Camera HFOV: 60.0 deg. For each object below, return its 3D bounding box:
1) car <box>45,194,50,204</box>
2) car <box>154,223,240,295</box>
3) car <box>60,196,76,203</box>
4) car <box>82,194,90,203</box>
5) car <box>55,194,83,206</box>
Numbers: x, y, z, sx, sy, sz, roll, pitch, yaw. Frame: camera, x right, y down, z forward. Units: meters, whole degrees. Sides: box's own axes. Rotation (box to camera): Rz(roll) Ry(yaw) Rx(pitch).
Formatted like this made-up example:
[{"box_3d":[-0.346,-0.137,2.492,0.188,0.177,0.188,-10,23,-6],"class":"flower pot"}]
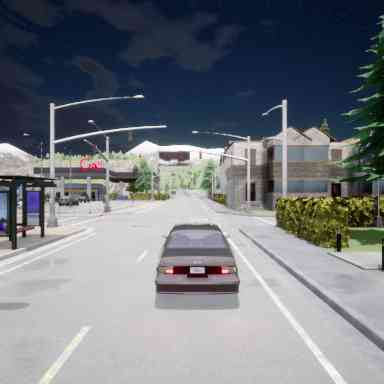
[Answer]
[{"box_3d":[-25.842,1.289,61.103,1.932,1.855,4.605,0,0,0],"class":"car"},{"box_3d":[0.107,1.547,8.895,2.033,1.411,5.357,0,0,0],"class":"car"},{"box_3d":[-25.896,1.552,69.582,1.970,1.475,3.806,0,0,0],"class":"car"},{"box_3d":[-22.571,1.268,68.977,1.905,1.878,3.866,0,0,0],"class":"car"},{"box_3d":[-18.882,1.490,51.105,2.007,1.523,4.514,0,0,0],"class":"car"}]
